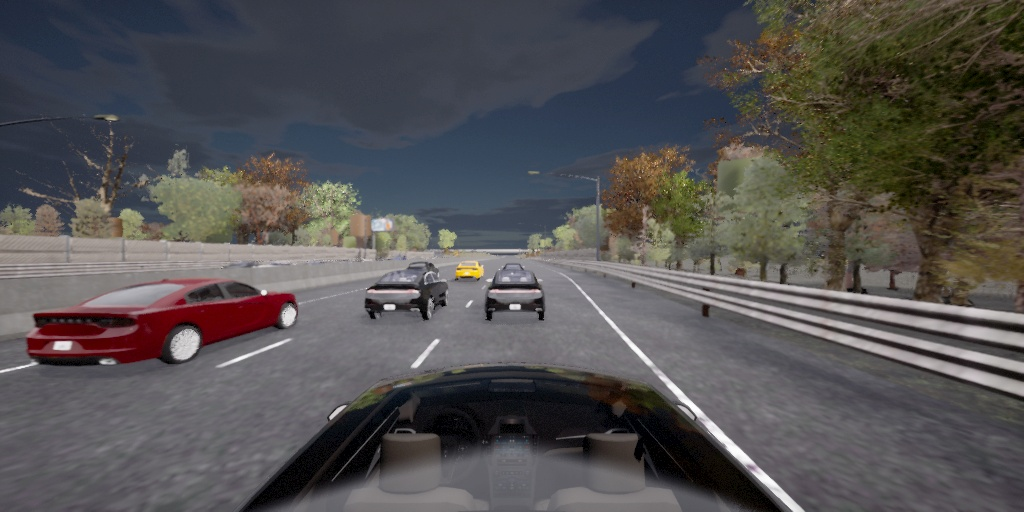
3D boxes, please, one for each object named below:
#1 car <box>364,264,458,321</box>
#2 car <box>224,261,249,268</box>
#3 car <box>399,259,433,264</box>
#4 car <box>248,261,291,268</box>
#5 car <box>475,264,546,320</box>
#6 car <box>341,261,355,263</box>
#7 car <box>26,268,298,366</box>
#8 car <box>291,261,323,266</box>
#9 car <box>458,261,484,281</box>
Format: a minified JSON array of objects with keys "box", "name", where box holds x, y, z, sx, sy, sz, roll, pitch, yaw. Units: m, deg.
[{"box":[-3.405,1.210,12.404,2.128,1.511,4.902,0,0,0],"name":"car"},{"box":[-28.008,1.221,37.520,1.994,1.385,4.181,0,0,-1],"name":"car"},{"box":[-6.902,1.185,27.815,1.837,1.490,4.892,0,0,0],"name":"car"},{"box":[-24.584,1.259,37.373,1.895,1.301,4.718,0,0,0],"name":"car"},{"box":[0.095,1.210,12.464,2.128,1.511,4.902,0,0,0],"name":"car"},{"box":[-17.582,1.220,38.426,1.994,1.385,4.181,0,0,0],"name":"car"},{"box":[-6.915,1.209,8.001,1.882,1.535,5.008,0,0,0],"name":"car"},{"box":[-21.080,1.220,38.383,1.994,1.385,4.181,0,0,0],"name":"car"},{"box":[-3.400,1.154,29.380,1.882,1.535,5.008,0,0,0],"name":"car"}]
